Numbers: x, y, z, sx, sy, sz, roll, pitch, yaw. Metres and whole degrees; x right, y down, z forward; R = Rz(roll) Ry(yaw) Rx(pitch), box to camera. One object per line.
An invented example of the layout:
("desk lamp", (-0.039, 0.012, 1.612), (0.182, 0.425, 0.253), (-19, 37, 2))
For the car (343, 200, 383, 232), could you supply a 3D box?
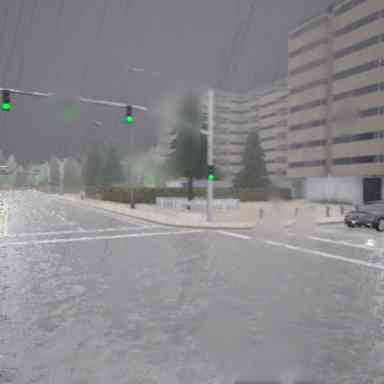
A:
("car", (10.389, 1.251, 18.200), (4.892, 1.490, 1.837), (-1, 1, -29))
